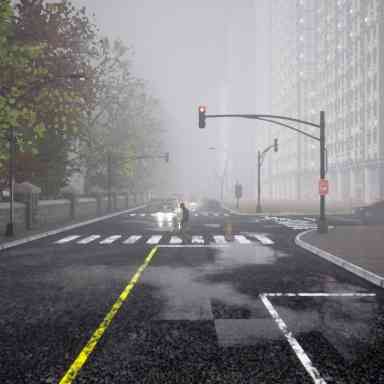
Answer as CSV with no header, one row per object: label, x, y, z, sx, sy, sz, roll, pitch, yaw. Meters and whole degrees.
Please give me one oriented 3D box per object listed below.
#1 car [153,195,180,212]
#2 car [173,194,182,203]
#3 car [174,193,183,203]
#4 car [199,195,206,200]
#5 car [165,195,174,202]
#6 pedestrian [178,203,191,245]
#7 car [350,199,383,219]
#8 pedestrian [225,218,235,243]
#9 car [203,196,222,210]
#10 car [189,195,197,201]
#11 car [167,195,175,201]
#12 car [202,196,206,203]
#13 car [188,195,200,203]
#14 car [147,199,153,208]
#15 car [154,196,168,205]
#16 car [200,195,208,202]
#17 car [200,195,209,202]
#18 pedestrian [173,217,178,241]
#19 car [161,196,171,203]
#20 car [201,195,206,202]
car,-2.983,1.510,39.834,2.128,1.511,4.902,0,0,0
car,-2.950,1.504,50.178,1.882,1.535,5.008,0,0,0
car,-2.848,1.267,65.048,2.150,2.045,5.566,0,0,1
car,2.950,1.641,93.469,2.008,1.369,4.403,0,0,0
car,-5.460,1.510,82.227,1.967,1.590,4.097,0,0,0
pedestrian,-0.311,1.297,14.143,0.375,1.860,0.375,0,0,0
car,14.880,1.262,25.956,4.674,1.442,1.812,-1,0,0
pedestrian,1.682,1.676,14.736,0.500,1.100,0.500,0,0,0
car,2.810,1.586,42.778,1.947,1.339,4.313,0,0,0
car,0.222,1.441,80.071,1.837,1.490,4.892,0,0,0
car,-5.446,1.625,87.860,1.887,1.381,4.507,0,0,0
car,2.825,1.591,48.410,1.947,1.339,4.313,0,0,0
car,0.194,1.638,70.101,1.895,1.301,4.718,0,0,0
car,-5.555,1.607,48.433,1.802,1.307,4.206,0,0,0
car,-5.523,1.477,59.699,1.967,1.590,4.097,0,0,0
car,2.920,1.510,82.204,1.967,1.590,4.097,0,0,0
car,2.904,1.501,76.573,1.967,1.590,4.097,0,0,0
pedestrian,-0.745,1.675,15.342,0.500,1.100,0.500,0,0,0
car,-5.492,1.577,70.794,1.752,1.417,4.829,0,0,0
car,2.841,1.597,54.043,1.947,1.339,4.313,0,0,0
